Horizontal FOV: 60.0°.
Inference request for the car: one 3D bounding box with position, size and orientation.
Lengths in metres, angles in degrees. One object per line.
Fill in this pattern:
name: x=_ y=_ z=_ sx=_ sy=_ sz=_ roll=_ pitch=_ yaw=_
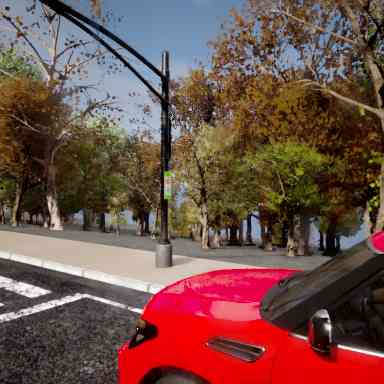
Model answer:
car: x=2.005 y=1.222 z=2.283 sx=5.566 sy=2.045 sz=2.150 roll=0 pitch=0 yaw=34
